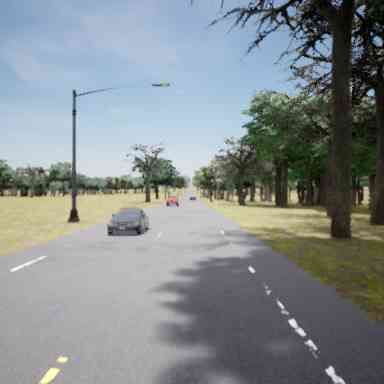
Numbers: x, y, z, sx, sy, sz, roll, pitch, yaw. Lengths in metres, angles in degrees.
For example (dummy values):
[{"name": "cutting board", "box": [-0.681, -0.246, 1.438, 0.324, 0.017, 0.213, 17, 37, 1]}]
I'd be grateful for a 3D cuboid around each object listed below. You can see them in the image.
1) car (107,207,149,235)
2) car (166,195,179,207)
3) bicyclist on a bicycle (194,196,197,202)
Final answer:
[{"name": "car", "box": [-3.592, 1.612, 19.411, 1.812, 1.442, 4.674, 0, 0, 0]}, {"name": "car", "box": [-3.506, 1.569, 60.603, 2.150, 2.045, 5.566, 0, 0, 1]}, {"name": "bicyclist on a bicycle", "box": [0.996, 2.114, 95.434, 0.582, 1.620, 1.656, 0, -1, 0]}]
